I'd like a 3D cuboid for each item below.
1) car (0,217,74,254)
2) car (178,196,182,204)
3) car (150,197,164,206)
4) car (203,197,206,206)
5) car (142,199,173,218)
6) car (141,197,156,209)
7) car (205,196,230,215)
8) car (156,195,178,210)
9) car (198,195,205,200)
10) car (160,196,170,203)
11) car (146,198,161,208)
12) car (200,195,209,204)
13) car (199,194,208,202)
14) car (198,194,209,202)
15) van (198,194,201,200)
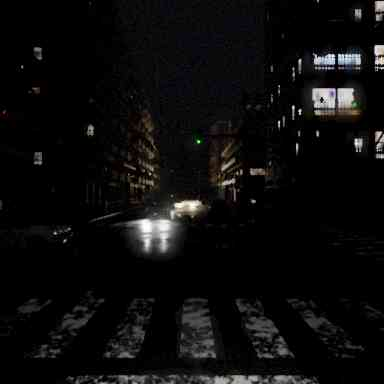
[{"bbox_3d":[-7.128,1.615,12.823,4.718,1.301,1.895,-1,0,0],"label":"car"},{"bbox_3d":[-3.068,1.515,63.337,1.837,1.490,4.892,0,-1,0],"label":"car"},{"bbox_3d":[-5.735,1.570,55.344,1.947,1.339,4.313,0,0,0],"label":"car"},{"bbox_3d":[2.659,1.552,38.747,2.008,1.369,4.403,0,0,0],"label":"car"},{"bbox_3d":[-3.125,1.601,30.595,1.895,1.301,4.718,0,0,0],"label":"car"},{"bbox_3d":[-5.726,1.553,44.275,2.008,1.369,4.403,0,0,0],"label":"car"},{"bbox_3d":[2.664,1.441,33.213,1.967,1.590,4.097,0,0,0],"label":"car"},{"bbox_3d":[-3.131,1.503,42.384,1.837,1.490,4.892,0,1,0],"label":"car"},{"bbox_3d":[2.614,1.570,94.089,1.887,1.381,4.507,0,0,0],"label":"car"},{"bbox_3d":[-5.748,1.557,71.946,1.887,1.381,4.507,0,0,0],"label":"car"},{"bbox_3d":[-5.730,1.585,49.809,1.802,1.307,4.206,0,0,0],"label":"car"},{"bbox_3d":[2.646,1.586,55.350,1.802,1.307,4.206,0,0,0],"label":"car"},{"bbox_3d":[2.641,1.588,60.884,1.802,1.307,4.206,0,0,0],"label":"car"},{"bbox_3d":[2.628,1.330,77.486,2.192,1.841,5.009,0,0,0],"label":"car"},{"bbox_3d":[2.637,1.350,66.419,1.690,1.788,3.998,0,0,0],"label":"van"}]
